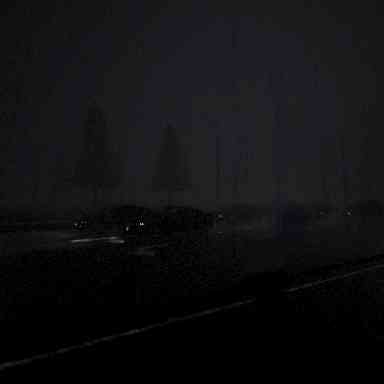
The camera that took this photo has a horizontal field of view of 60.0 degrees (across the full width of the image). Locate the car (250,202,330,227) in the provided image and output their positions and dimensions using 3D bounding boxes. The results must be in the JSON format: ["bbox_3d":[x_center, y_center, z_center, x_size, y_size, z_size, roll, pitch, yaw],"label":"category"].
[{"bbox_3d":[6.851,1.547,22.970,5.357,1.411,2.033,0,0,-35],"label":"car"}]

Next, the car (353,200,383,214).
[{"bbox_3d":[19.654,1.564,36.279,4.181,1.385,1.994,0,0,-35],"label":"car"}]

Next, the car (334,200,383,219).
[{"bbox_3d":[14.851,1.491,28.649,4.902,1.511,2.128,0,0,-35],"label":"car"}]

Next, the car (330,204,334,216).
[{"bbox_3d":[11.446,1.601,30.518,4.718,1.301,1.895,0,0,-35],"label":"car"}]

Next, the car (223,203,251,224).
[{"bbox_3d":[3.653,1.547,24.987,5.357,1.411,2.033,0,0,-35],"label":"car"}]

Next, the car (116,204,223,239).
[{"bbox_3d":[-1.092,1.492,17.315,4.902,1.511,2.128,0,0,-35],"label":"car"}]

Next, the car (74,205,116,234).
[{"bbox_3d":[-4.285,1.505,19.341,4.892,1.490,1.837,0,0,-35],"label":"car"}]
